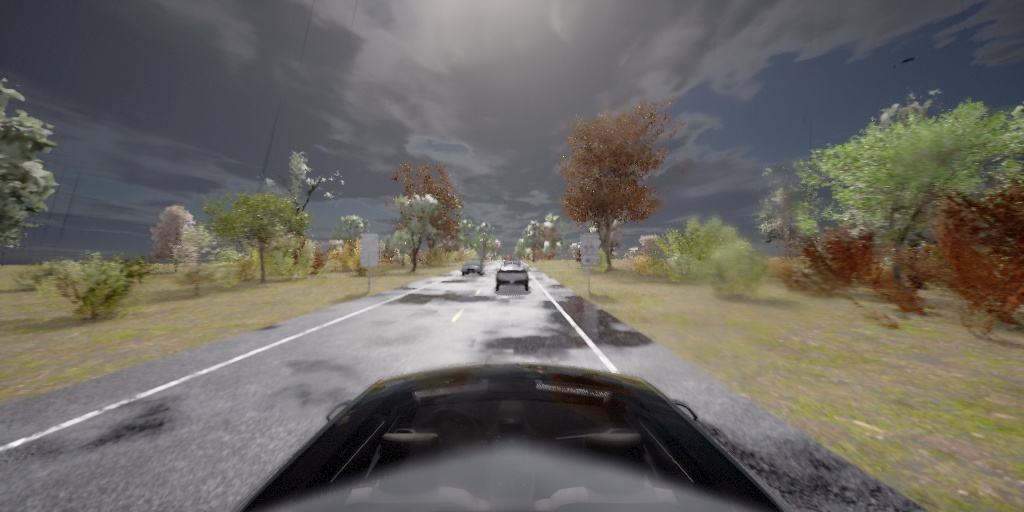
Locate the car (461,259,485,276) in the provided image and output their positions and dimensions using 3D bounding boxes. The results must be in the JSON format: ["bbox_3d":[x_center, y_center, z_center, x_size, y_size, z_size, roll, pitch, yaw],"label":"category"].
[{"bbox_3d":[-3.518,1.061,33.155,1.837,1.490,4.892,0,0,0],"label":"car"}]

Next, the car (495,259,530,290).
[{"bbox_3d":[0.023,1.109,20.929,2.128,1.511,4.902,0,1,0],"label":"car"}]
